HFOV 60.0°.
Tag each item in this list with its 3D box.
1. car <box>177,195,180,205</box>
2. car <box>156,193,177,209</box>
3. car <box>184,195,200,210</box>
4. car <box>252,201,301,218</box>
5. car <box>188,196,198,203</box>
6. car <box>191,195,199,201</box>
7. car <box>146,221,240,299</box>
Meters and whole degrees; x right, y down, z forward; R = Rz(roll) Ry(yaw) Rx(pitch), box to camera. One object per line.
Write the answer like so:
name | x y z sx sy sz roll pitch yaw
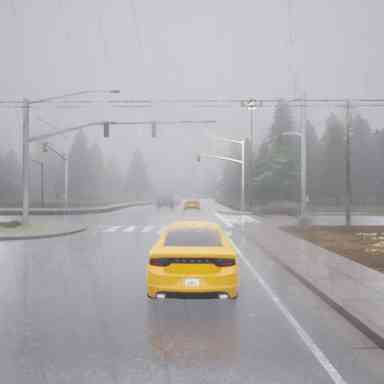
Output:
car | -3.541 1.344 55.931 2.097 1.767 4.553 0 0 0
car | -3.596 1.215 45.637 2.150 2.045 5.566 0 0 -1
car | 0.017 1.471 42.156 1.882 1.535 5.008 0 0 0
car | 7.728 1.548 29.605 4.674 1.442 1.812 0 0 1
car | 0.297 1.527 72.716 2.033 1.411 5.357 0 0 2
car | 0.695 1.429 83.109 1.837 1.490 4.892 0 0 2
car | 0.049 1.473 8.493 1.882 1.535 5.008 0 0 1
